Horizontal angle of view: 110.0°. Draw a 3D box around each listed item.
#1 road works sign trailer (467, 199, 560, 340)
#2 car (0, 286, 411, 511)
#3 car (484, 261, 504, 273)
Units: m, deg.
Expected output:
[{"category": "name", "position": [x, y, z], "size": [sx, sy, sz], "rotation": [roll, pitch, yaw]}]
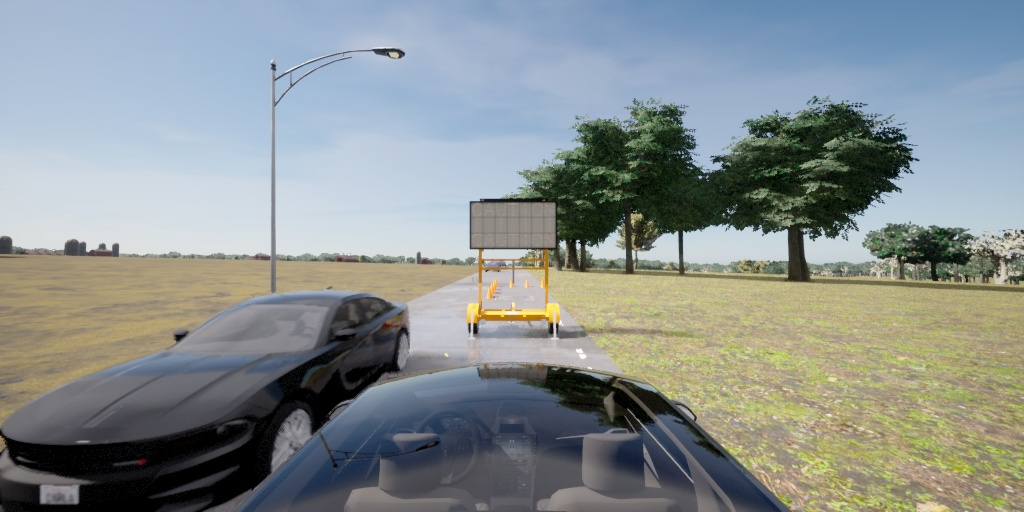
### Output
[{"category": "road works sign trailer", "position": [0.040, 0.220, 9.972], "size": [2.380, 3.560, 2.880], "rotation": [0, 0, 0]}, {"category": "car", "position": [-2.826, 1.229, 4.748], "size": [1.882, 1.535, 5.008], "rotation": [0, 0, 0]}, {"category": "car", "position": [-2.547, 1.441, 47.101], "size": [2.033, 1.411, 5.357], "rotation": [0, 0, 0]}]
